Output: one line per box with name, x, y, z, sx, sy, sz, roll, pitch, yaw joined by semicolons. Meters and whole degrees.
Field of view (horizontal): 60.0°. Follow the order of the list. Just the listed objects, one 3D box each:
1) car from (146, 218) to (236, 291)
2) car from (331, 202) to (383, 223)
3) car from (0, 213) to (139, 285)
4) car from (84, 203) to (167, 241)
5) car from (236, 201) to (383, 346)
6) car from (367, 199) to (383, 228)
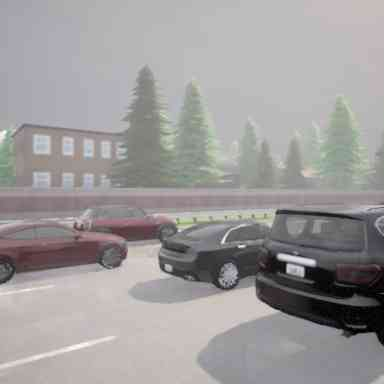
car;1.434;1.507;9.069;4.892;1.490;1.837;0;0;-36
car;13.015;1.536;25.948;4.674;1.442;1.812;0;0;-36
car;-4.104;1.526;9.434;4.674;1.442;1.812;0;0;-36
car;-2.808;1.354;14.642;4.553;1.767;2.097;0;0;-36
car;3.675;1.224;6.369;5.566;2.045;2.150;0;0;-36
car;13.934;1.361;22.287;4.553;1.767;2.097;0;0;-36
